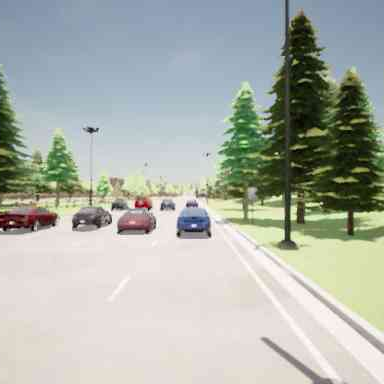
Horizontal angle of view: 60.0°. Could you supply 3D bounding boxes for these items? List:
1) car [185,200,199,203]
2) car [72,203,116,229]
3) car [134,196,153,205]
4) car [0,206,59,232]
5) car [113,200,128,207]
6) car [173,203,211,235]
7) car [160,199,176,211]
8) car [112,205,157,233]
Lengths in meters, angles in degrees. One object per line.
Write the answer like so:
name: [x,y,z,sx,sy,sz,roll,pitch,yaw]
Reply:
car: [0.011,1.877,48.016,1.882,1.535,5.008,0,0,0]
car: [-6.910,1.720,23.266,1.812,1.442,4.674,0,0,0]
car: [-6.987,1.626,48.330,2.150,2.045,5.566,0,0,0]
car: [-10.397,1.659,21.659,1.882,1.535,5.008,0,0,0]
car: [-10.485,1.910,48.456,1.837,1.490,4.892,0,0,0]
car: [0.103,1.643,19.838,1.882,1.535,5.008,0,0,0]
car: [-3.487,1.755,48.591,2.097,1.767,4.553,0,-1,0]
car: [-3.396,1.739,21.026,1.994,1.385,4.181,0,0,0]
